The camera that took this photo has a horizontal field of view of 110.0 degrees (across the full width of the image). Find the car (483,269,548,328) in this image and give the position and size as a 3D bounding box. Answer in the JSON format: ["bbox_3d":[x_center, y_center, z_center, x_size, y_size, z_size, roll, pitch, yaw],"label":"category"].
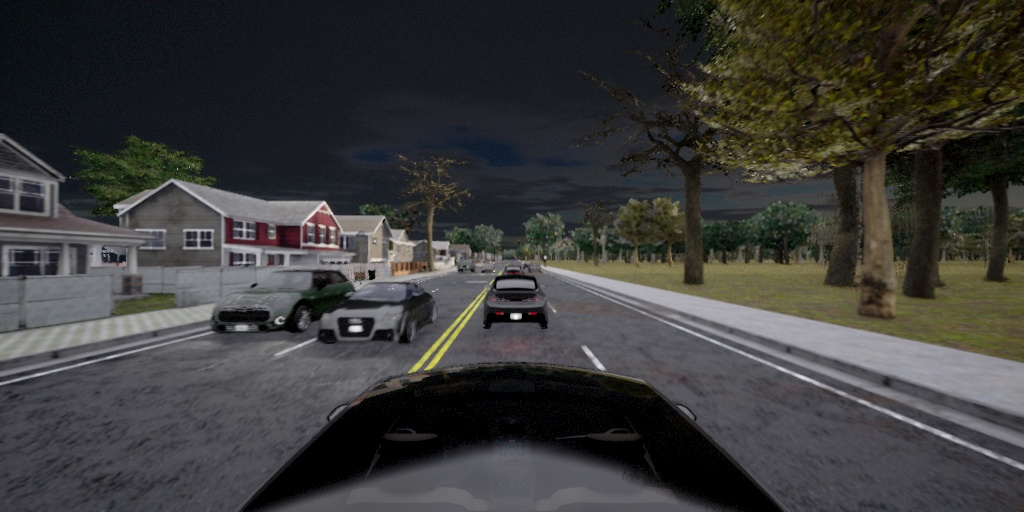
[{"bbox_3d":[0.103,1.351,11.803,1.837,1.490,4.892,0,-1,0],"label":"car"}]

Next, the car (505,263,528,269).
[{"bbox_3d":[0.104,1.523,30.005,1.837,1.490,4.892,0,-1,0],"label":"car"}]

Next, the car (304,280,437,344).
[{"bbox_3d":[-3.349,1.389,9.674,1.994,1.385,4.181,0,-1,0],"label":"car"}]

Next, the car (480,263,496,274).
[{"bbox_3d":[-3.325,1.707,50.542,1.837,1.490,4.892,0,0,0],"label":"car"}]

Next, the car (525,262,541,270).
[{"bbox_3d":[3.355,1.727,53.887,2.128,1.511,4.902,0,-1,0],"label":"car"}]

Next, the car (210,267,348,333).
[{"bbox_3d":[-6.599,1.190,11.005,2.097,1.767,4.553,0,-1,0],"label":"car"}]

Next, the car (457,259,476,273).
[{"bbox_3d":[-6.569,1.442,52.411,2.150,2.045,5.566,0,-1,0],"label":"car"}]
